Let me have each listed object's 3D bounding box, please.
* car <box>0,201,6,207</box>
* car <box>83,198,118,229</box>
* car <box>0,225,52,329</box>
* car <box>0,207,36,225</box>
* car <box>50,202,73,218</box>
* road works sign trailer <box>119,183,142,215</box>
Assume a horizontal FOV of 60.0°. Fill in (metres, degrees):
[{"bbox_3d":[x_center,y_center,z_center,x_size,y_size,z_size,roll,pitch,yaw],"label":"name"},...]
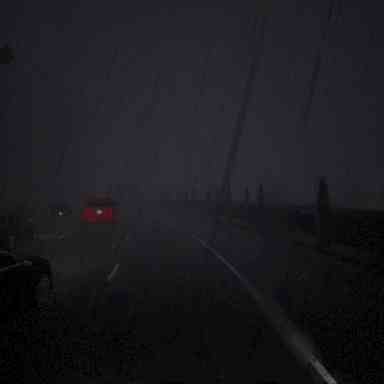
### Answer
[{"bbox_3d":[-26.758,1.965,45.851,1.994,1.385,4.181,0,0,-30],"label":"car"},{"bbox_3d":[-6.518,1.405,23.778,2.150,2.045,5.566,0,0,-14],"label":"car"},{"bbox_3d":[-3.735,1.539,5.008,2.128,1.511,4.902,0,0,-3],"label":"car"},{"bbox_3d":[-8.242,1.631,14.427,1.837,1.490,4.892,0,0,-9],"label":"car"},{"bbox_3d":[-13.034,1.774,33.181,1.837,1.490,4.892,0,-1,-20],"label":"car"},{"bbox_3d":[-7.166,0.746,38.002,2.380,3.560,2.880,0,0,-24],"label":"road works sign trailer"}]
